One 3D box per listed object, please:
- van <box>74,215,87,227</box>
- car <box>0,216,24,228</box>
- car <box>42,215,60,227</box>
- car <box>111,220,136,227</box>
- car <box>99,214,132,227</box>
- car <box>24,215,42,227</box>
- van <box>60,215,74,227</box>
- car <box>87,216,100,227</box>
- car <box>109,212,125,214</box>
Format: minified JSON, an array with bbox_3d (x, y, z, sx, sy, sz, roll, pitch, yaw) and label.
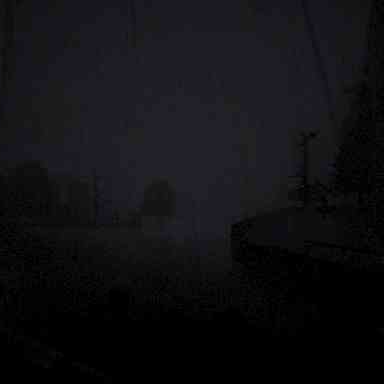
[{"bbox_3d":[-20.429,4.837,55.263,4.442,1.987,1.878,0,-6,5],"label":"van"},{"bbox_3d":[-25.586,3.974,44.293,4.674,1.452,2.002,0,-5,5],"label":"car"},{"bbox_3d":[-23.259,4.493,49.790,5.366,1.575,1.946,0,-5,5],"label":"car"},{"bbox_3d":[-14.250,6.506,68.902,4.674,1.452,2.002,0,-5,5],"label":"car"},{"bbox_3d":[-15.527,5.934,66.195,5.566,2.045,2.435,0,-5,5],"label":"car"},{"bbox_3d":[-24.339,4.256,47.039,4.674,1.452,2.002,0,-6,5],"label":"car"},{"bbox_3d":[-21.691,4.555,52.524,4.442,1.987,1.878,0,-6,5],"label":"van"},{"bbox_3d":[-19.281,5.342,57.974,4.892,1.521,2.231,0,-5,5],"label":"car"},{"bbox_3d":[-20.829,7.361,91.020,2.185,1.767,4.553,0,1,10],"label":"car"}]
